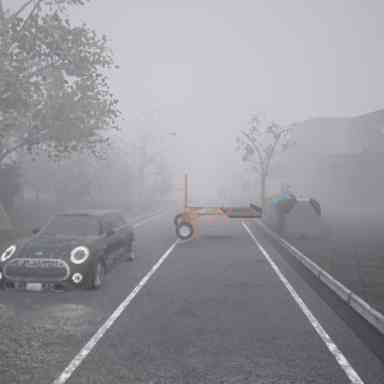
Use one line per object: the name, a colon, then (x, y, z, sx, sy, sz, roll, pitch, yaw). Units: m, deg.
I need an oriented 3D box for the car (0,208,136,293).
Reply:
car: (-2.988, 1.303, 8.926, 2.097, 1.767, 4.553, 0, 0, 5)

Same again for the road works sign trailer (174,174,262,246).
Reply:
road works sign trailer: (1.030, 0.661, 14.522, 3.560, 2.880, 2.380, 0, 5, -5)

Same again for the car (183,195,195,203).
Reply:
car: (-0.652, 1.266, 60.957, 1.837, 1.490, 4.892, 0, 0, -5)

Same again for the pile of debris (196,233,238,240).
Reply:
pile of debris: (1.161, 2.107, 15.818, 1.860, 0.140, 1.500, 0, 0, 3)
